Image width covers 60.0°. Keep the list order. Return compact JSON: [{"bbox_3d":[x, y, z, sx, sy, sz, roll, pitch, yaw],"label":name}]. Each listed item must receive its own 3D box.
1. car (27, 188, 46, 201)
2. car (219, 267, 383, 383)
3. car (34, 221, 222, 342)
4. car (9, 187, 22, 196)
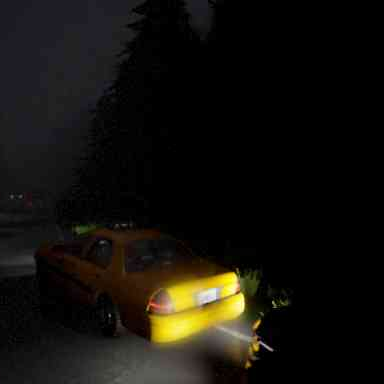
[{"bbox_3d":[-19.055,0.253,40.697,2.128,1.511,4.902,-1,2,-23],"label":"car"},{"bbox_3d":[2.695,1.570,2.577,4.674,1.442,1.812,2,1,37],"label":"car"},{"bbox_3d":[-1.488,1.321,6.446,1.801,1.575,5.366,0,2,-42],"label":"car"},{"bbox_3d":[-30.060,-0.157,56.534,2.033,1.411,5.357,-1,2,-31],"label":"car"}]
